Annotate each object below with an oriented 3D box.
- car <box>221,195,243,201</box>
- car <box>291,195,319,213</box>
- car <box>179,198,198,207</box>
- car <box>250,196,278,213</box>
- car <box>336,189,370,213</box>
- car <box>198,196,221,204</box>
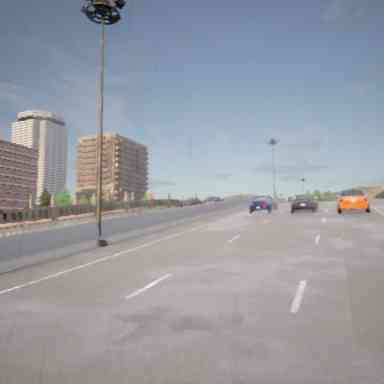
[{"bbox_3d":[6.134,1.161,46.932,1.812,1.442,4.674,-3,-2,24],"label":"car"},{"bbox_3d":[9.466,0.908,27.903,1.994,1.385,4.181,-3,0,23],"label":"car"},{"bbox_3d":[-0.155,1.572,49.992,2.033,1.411,5.357,-3,-2,24],"label":"car"},{"bbox_3d":[6.362,1.056,29.538,1.812,1.442,4.674,-3,0,23],"label":"car"},{"bbox_3d":[11.991,0.548,24.967,2.097,1.767,4.553,-3,0,23],"label":"car"},{"bbox_3d":[3.059,1.339,48.621,1.837,1.490,4.892,-3,-2,24],"label":"car"}]
